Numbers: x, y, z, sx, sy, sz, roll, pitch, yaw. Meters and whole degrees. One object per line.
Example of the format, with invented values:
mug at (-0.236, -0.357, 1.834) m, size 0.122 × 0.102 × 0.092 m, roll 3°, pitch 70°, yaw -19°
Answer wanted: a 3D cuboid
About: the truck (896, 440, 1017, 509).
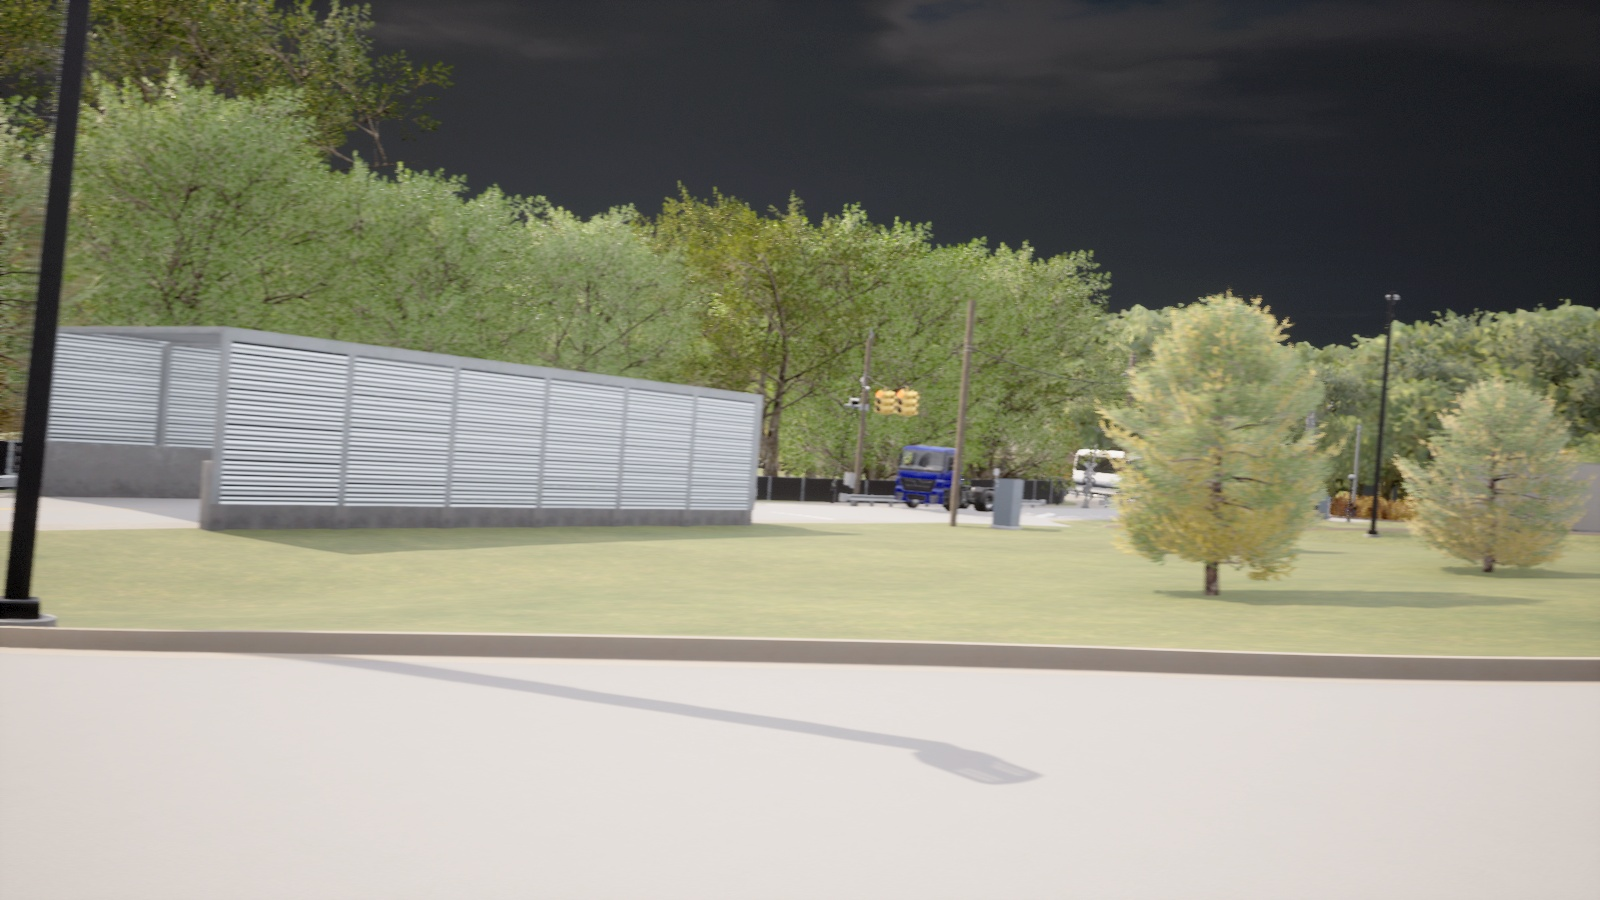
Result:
truck at (8.663, 1.394, 68.624) m, size 2.891 × 3.462 × 7.936 m, roll 3°, pitch 0°, yaw 37°
